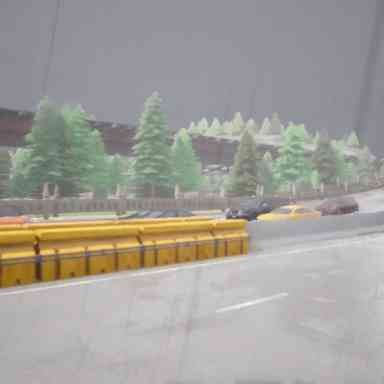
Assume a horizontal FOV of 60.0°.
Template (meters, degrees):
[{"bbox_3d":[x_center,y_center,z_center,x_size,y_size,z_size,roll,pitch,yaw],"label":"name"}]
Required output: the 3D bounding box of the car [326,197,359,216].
[{"bbox_3d":[13.428,1.271,30.758,4.553,1.767,2.097,-3,2,-36],"label":"car"}]

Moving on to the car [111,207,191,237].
[{"bbox_3d":[-2.358,1.666,19.381,4.181,1.385,1.994,1,0,-35],"label":"car"}]

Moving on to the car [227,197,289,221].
[{"bbox_3d":[5.153,1.388,24.789,5.566,2.045,2.150,0,0,-36],"label":"car"}]

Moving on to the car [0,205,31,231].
[{"bbox_3d":[-9.448,1.358,14.411,4.553,1.767,2.097,1,0,-35],"label":"car"}]

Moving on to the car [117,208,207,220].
[{"bbox_3d":[-1.364,1.566,15.815,5.008,1.535,1.882,1,0,-35],"label":"car"}]

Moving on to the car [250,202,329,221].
[{"bbox_3d":[6.308,1.647,21.307,5.008,1.535,1.882,0,0,-36],"label":"car"}]
